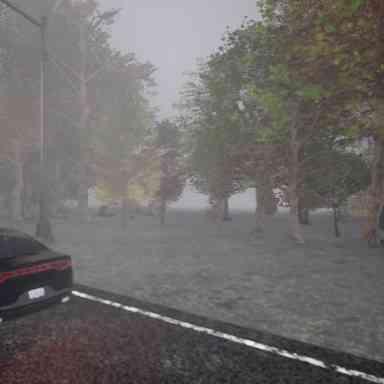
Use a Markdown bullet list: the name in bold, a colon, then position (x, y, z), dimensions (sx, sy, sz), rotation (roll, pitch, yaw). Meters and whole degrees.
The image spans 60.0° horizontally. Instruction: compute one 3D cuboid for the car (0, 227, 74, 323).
- **car**: position (-4.492, 1.463, 6.747), dimensions (5.008, 1.535, 1.882), rotation (0, 1, 36)
